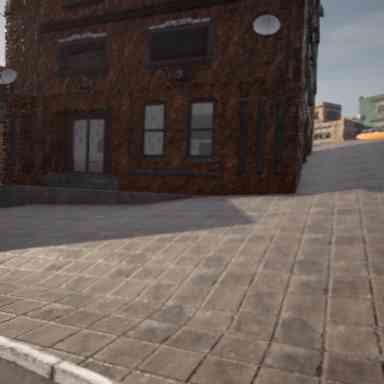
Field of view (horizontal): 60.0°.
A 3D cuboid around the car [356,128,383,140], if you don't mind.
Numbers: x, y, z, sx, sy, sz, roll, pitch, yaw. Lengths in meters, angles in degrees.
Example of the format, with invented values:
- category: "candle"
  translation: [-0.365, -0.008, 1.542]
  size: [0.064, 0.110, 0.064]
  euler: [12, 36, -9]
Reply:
- category: "car"
  translation: [18.019, -5.263, 31.523]
  size: [2.185, 1.767, 4.553]
  euler: [1, 2, -26]
